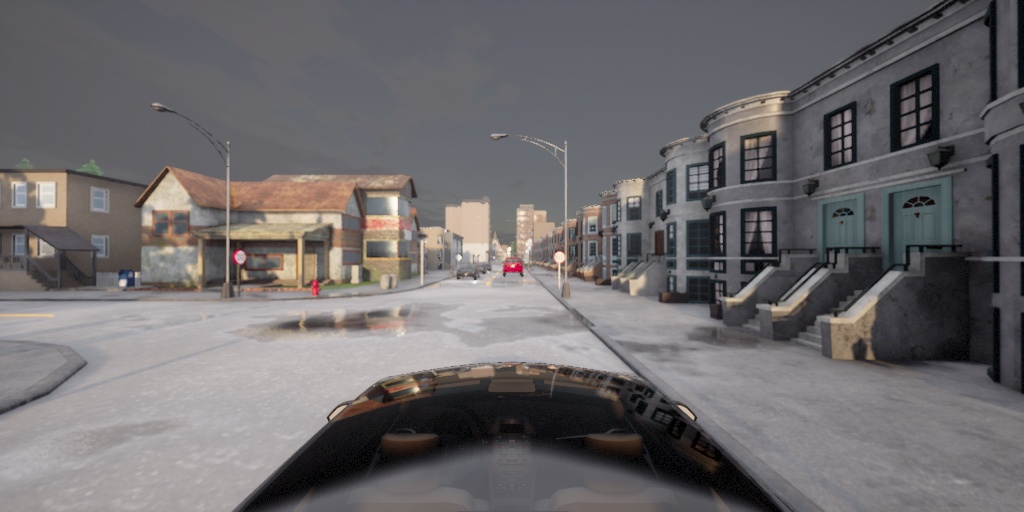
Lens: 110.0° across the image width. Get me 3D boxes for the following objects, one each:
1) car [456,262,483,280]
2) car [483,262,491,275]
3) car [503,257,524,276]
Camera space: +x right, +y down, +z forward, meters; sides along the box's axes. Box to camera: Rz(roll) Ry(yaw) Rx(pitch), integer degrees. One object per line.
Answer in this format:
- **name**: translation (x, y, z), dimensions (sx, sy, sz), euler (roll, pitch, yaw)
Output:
- **car**: translation (-4.074, 1.420, 33.968), dimensions (1.837, 1.490, 4.892), euler (0, 0, 0)
- **car**: translation (-4.056, 1.454, 43.343), dimensions (2.128, 1.511, 4.902), euler (0, 0, 0)
- **car**: translation (0.132, 1.172, 40.591), dimensions (2.150, 2.045, 5.566), euler (0, 0, 0)
